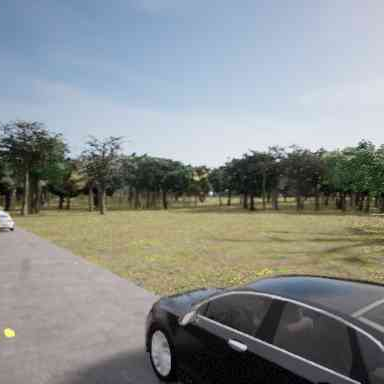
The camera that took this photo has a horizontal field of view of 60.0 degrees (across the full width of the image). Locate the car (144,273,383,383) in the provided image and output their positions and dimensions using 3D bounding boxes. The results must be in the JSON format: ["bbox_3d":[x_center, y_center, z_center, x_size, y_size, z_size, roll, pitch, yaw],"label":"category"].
[{"bbox_3d":[1.162,1.654,3.532,1.837,1.490,4.892,2,-3,-34],"label":"car"}]

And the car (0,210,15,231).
[{"bbox_3d":[-15.768,2.427,27.225,1.812,1.442,4.674,2,-3,-33],"label":"car"}]

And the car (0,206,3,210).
[{"bbox_3d":[-21.800,2.480,36.172,2.150,2.045,5.566,2,-3,-33],"label":"car"}]
